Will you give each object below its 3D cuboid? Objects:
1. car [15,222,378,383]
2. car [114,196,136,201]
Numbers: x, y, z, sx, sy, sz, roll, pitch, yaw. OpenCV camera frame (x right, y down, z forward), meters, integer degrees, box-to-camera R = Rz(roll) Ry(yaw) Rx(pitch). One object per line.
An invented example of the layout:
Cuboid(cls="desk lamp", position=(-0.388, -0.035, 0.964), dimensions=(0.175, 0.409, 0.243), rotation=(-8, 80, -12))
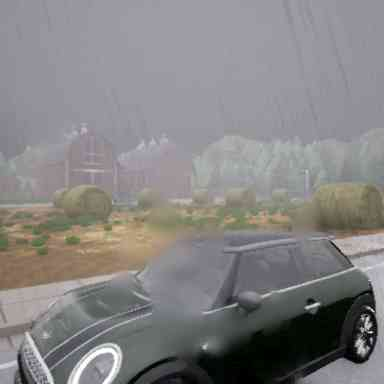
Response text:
Cuboid(cls="car", position=(0.340, 1.344, 4.231), dimensions=(4.553, 1.767, 2.097), rotation=(0, 0, -35))
Cuboid(cls="car", position=(-12.618, 1.485, 62.725), dimensions=(4.181, 1.385, 1.994), rotation=(0, 1, -39))
